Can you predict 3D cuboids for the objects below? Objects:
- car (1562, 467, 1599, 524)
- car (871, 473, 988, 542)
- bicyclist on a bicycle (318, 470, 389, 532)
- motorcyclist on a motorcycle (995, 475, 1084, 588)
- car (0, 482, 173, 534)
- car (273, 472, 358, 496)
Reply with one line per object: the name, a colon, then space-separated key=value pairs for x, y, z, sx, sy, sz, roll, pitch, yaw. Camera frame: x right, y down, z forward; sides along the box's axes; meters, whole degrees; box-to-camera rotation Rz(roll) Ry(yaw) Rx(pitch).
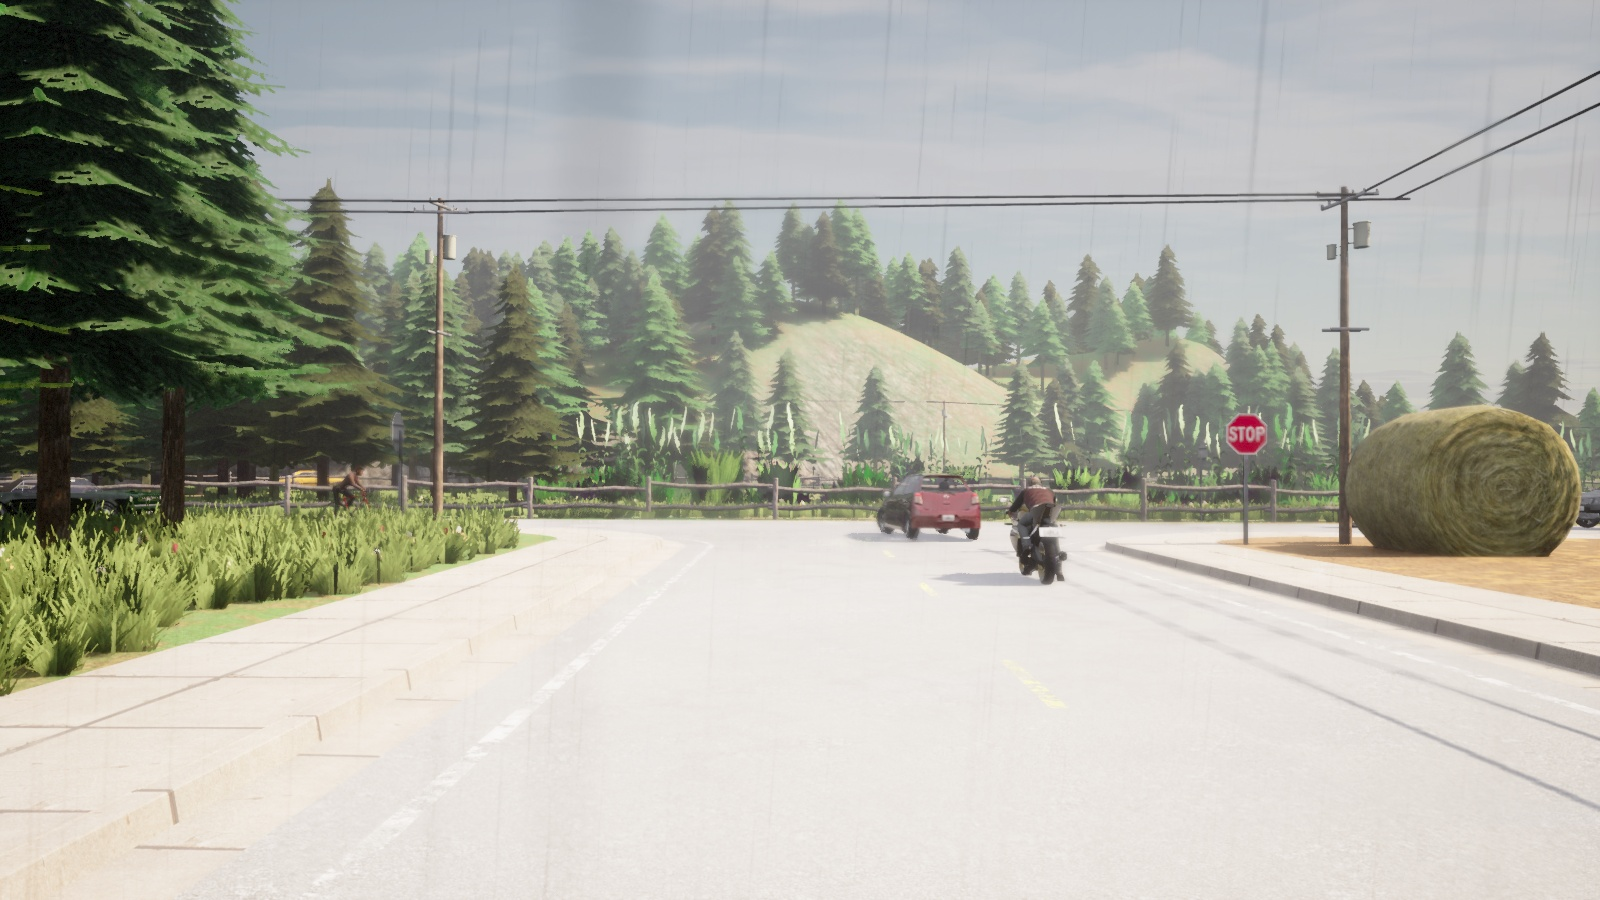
car: x=23.568 y=1.248 z=34.871 sx=3.705 sy=1.549 sz=1.789 roll=0 pitch=-1 yaw=3
car: x=2.989 y=1.305 z=29.777 sx=1.845 sy=1.501 sz=3.633 roll=0 pitch=-1 yaw=-10
bicyclist on a bicycle: x=-11.723 y=1.332 z=32.986 sx=1.656 sy=1.620 sz=0.582 roll=0 pitch=-1 yaw=3
motorcyclist on a motorcycle: x=3.450 y=1.143 z=18.311 sx=0.866 sy=1.530 sz=2.191 roll=0 pitch=-1 yaw=0
car: x=-19.468 y=1.516 z=33.320 sx=4.718 sy=1.301 sz=1.895 roll=0 pitch=-1 yaw=2
car: x=-33.129 y=2.327 z=86.020 sx=5.366 sy=1.575 sz=1.801 roll=0 pitch=-1 yaw=-20
